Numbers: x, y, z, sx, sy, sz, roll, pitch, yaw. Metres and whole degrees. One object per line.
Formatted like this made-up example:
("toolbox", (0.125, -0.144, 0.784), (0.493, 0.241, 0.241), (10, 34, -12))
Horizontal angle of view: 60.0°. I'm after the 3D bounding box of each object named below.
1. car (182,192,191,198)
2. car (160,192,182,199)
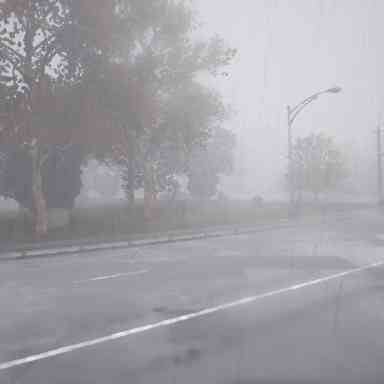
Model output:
("car", (-1.880, 0.585, 69.374), (1.895, 1.301, 4.718), (-4, 2, -39))
("car", (-4.623, 0.704, 67.202), (1.994, 1.385, 4.181), (-4, 2, -39))
